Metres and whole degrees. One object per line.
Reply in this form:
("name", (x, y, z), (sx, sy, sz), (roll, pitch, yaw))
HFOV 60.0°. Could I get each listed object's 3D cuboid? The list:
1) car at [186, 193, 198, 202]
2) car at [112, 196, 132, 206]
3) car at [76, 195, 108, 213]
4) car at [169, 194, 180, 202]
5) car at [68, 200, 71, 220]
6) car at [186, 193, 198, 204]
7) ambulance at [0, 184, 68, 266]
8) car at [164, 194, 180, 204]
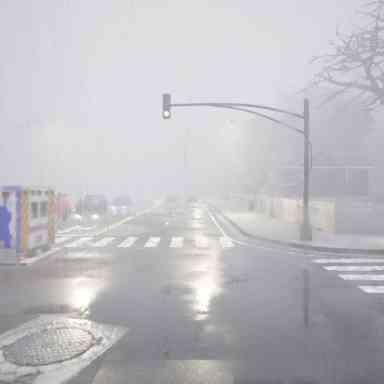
("car", (-0.011, 0.962, 62.643), (2.128, 1.511, 4.902), (0, 0, 0))
("car", (-9.837, 1.210, 46.833), (1.895, 1.301, 4.718), (0, 1, 0))
("car", (-9.844, 1.090, 33.047), (2.097, 1.767, 4.553), (0, 0, 0))
("car", (-3.261, 1.035, 62.642), (1.994, 1.385, 4.181), (0, 0, 0))
("car", (-9.854, 1.062, 21.932), (2.150, 2.045, 5.566), (0, 1, 0))
("car", (-0.009, 1.081, 52.639), (1.812, 1.442, 4.674), (0, 1, 0))
("ambulance", (-7.238, 0.990, 9.464), (6.366, 2.431, 2.351), (0, 0, 0))
("car", (-3.259, 1.157, 52.670), (1.895, 1.301, 4.718), (0, 0, 0))
